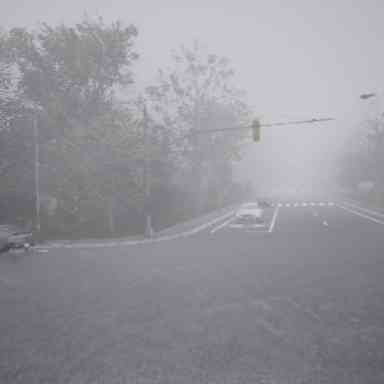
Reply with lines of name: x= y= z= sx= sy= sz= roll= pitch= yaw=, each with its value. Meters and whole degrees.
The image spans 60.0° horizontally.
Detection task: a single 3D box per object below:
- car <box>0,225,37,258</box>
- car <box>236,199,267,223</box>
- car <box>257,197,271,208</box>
car: x=-9.610 y=2.285 z=15.264 sx=4.902 sy=1.511 sz=2.128 roll=-4 pitch=-1 yaw=14
car: x=4.609 y=1.585 z=26.314 sx=1.812 sy=1.442 sz=4.674 roll=-2 pitch=0 yaw=16
car: x=8.948 y=1.286 z=41.808 sx=1.895 sy=1.301 sz=4.718 roll=-2 pitch=1 yaw=16
